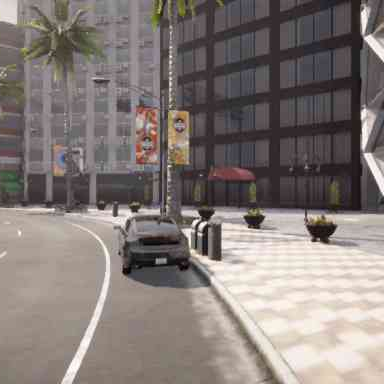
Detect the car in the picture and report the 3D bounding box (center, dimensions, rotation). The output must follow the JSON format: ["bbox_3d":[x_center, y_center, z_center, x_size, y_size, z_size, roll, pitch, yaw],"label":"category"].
[{"bbox_3d":[-1.376,1.490,10.674,1.837,1.490,4.892,0,0,-15],"label":"car"}]
